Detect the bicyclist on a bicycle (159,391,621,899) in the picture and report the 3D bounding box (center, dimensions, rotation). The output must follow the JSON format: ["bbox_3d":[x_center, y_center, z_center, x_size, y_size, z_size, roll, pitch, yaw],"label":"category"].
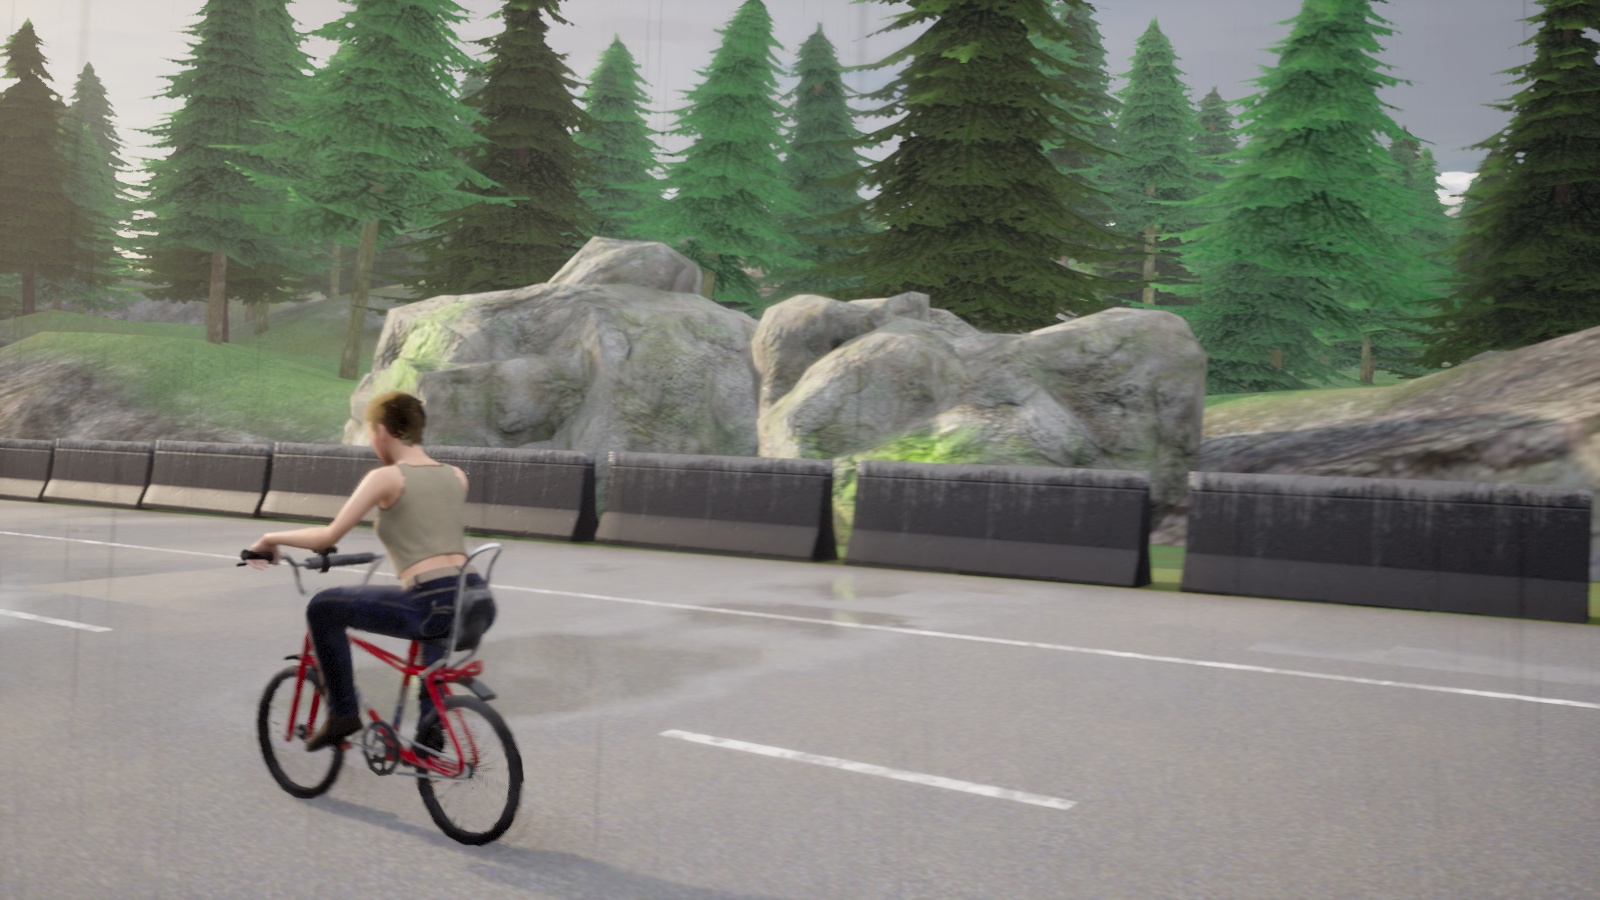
[{"bbox_3d":[-1.535,0.616,4.677,1.509,1.612,0.866,0,1,34],"label":"bicyclist on a bicycle"}]
